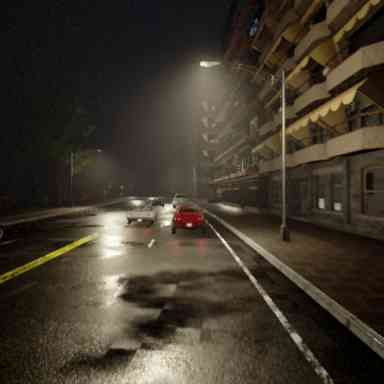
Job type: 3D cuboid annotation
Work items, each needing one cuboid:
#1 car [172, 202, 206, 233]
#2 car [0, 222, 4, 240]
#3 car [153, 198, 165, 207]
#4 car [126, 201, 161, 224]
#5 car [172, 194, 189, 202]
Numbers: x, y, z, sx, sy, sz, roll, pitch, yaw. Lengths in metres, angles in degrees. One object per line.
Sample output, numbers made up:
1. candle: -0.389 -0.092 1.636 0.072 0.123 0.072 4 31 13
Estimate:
1. car: -0.212 1.536 19.598 1.812 1.442 4.674 0 0 -2
2. car: -9.907 1.621 14.154 1.994 1.385 4.181 0 0 -1
3. car: -5.202 1.636 51.739 1.895 1.301 4.718 0 0 -4
4. car: -3.635 1.619 24.855 1.895 1.301 4.718 0 0 -2
5. car: -1.612 1.250 47.427 2.150 2.045 5.566 0 0 -4
